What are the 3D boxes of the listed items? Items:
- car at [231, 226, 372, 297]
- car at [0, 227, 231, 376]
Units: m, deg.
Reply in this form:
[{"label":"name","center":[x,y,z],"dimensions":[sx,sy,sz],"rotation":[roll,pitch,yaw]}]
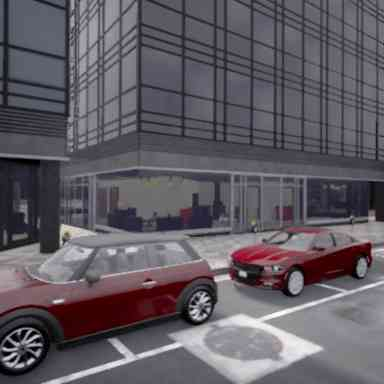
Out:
[{"label":"car","center":[2.975,1.619,8.765],"dimensions":[4.507,1.381,1.887],"rotation":[1,-1,-35]},{"label":"car","center":[-1.587,1.458,5.517],"dimensions":[4.097,1.590,1.967],"rotation":[1,-1,-35]}]
